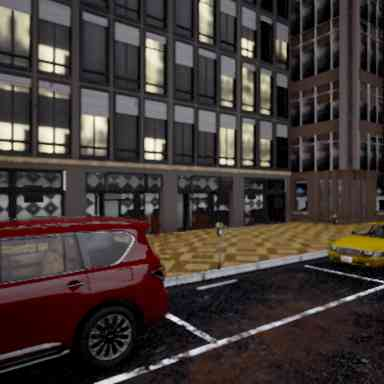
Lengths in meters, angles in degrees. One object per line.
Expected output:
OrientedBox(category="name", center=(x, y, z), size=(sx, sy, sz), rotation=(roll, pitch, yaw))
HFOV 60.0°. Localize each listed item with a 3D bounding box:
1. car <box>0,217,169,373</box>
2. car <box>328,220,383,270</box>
OrientedBox(category="car", center=(-2.669, 1.315, 4.192), size=(5.009, 1.841, 2.192), rotation=(0, 0, -36))
OrientedBox(category="car", center=(6.202, 1.516, 10.520), size=(4.829, 1.417, 1.752), rotation=(0, 0, -36))
